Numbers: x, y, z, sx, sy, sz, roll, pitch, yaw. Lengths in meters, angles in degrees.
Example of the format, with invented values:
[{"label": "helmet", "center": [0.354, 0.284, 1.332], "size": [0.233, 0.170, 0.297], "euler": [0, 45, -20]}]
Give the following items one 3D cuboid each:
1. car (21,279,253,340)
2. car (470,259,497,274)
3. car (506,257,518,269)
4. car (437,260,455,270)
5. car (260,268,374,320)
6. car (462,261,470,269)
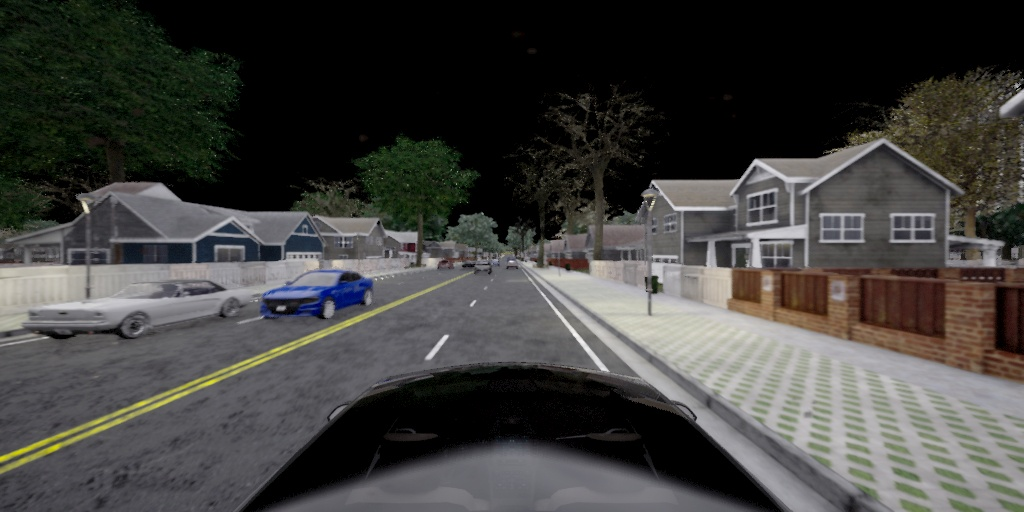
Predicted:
[{"label": "car", "center": [-9.859, 1.351, 10.078], "size": [1.895, 1.301, 4.718], "euler": [0, 0, 0]}, {"label": "car", "center": [-3.192, 1.257, 40.787], "size": [2.128, 1.511, 4.902], "euler": [0, 0, 0]}, {"label": "car", "center": [0.039, 1.329, 57.416], "size": [2.033, 1.411, 5.357], "euler": [0, 0, 0]}, {"label": "car", "center": [-9.861, 1.303, 53.581], "size": [1.812, 1.442, 4.674], "euler": [0, 0, 0]}, {"label": "car", "center": [-6.611, 1.228, 12.763], "size": [1.882, 1.535, 5.008], "euler": [0, 0, 0]}, {"label": "car", "center": [-6.609, 1.381, 55.554], "size": [1.895, 1.301, 4.718], "euler": [0, 0, 0]}]
